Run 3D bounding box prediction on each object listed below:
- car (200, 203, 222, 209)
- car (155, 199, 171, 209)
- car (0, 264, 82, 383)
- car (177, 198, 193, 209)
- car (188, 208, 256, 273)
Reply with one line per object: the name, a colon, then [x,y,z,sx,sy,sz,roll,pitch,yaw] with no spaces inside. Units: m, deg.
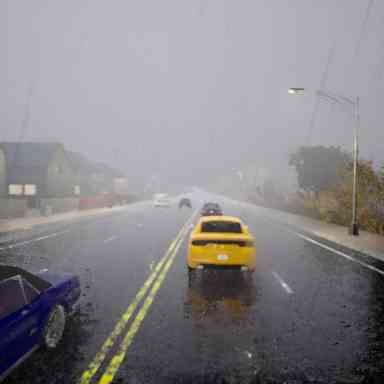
car: [1.710,1.672,29.600,2.033,1.411,5.357,1,0,3]
car: [-4.171,1.676,47.896,1.895,1.301,4.718,1,0,3]
car: [-2.889,1.568,3.440,1.895,1.301,4.718,1,0,3]
car: [-0.936,1.633,47.440,1.837,1.490,4.892,1,-1,3]
car: [0.898,1.532,11.009,1.882,1.535,5.008,1,0,3]
